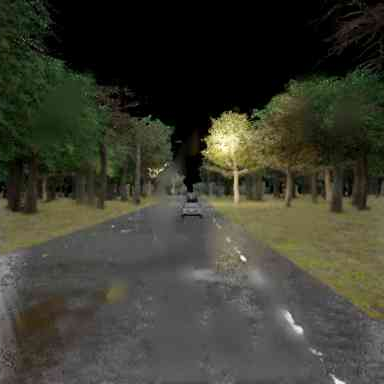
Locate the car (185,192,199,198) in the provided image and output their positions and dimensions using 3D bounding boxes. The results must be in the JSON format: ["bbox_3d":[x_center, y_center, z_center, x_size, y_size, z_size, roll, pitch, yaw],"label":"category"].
[{"bbox_3d":[-0.004,1.032,59.269,2.150,2.045,5.566,0,0,0],"label":"car"}]

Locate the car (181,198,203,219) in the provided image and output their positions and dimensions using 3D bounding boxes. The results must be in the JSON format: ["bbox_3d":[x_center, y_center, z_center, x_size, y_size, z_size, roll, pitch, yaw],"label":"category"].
[{"bbox_3d":[-0.002,1.570,29.223,2.033,1.411,5.357,0,0,0],"label":"car"}]
